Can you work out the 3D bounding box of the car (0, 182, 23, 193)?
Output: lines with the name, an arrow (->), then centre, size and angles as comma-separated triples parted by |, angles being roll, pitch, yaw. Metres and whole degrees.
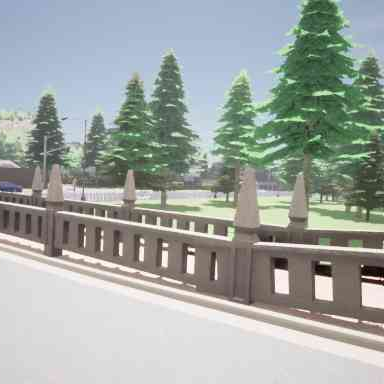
car -> -21.385, -0.402, 36.980 | 1.812, 1.442, 4.674 | 4, 3, 37
